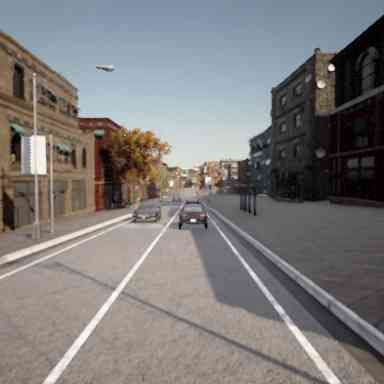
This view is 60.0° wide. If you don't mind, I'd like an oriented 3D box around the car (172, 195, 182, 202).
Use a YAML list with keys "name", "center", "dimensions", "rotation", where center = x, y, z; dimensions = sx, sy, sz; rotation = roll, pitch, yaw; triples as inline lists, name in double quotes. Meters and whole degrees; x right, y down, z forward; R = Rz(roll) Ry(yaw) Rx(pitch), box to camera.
- name: "car"
  center: [-2.997, 1.292, 66.436]
  dimensions: [2.128, 1.511, 4.902]
  rotation: [0, 1, 1]

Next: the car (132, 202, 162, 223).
- name: "car"
  center: [-3.351, 1.524, 25.497]
  dimensions: [1.837, 1.490, 4.892]
  rotation: [0, 0, 0]

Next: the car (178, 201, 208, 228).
- name: "car"
  center: [0.076, 1.538, 22.176]
  dimensions: [1.812, 1.442, 4.674]
  rotation: [0, 0, 0]

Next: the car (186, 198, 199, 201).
- name: "car"
  center: [0.066, 1.486, 42.100]
  dimensions: [1.882, 1.535, 5.008]
  rotation: [0, 0, 0]
